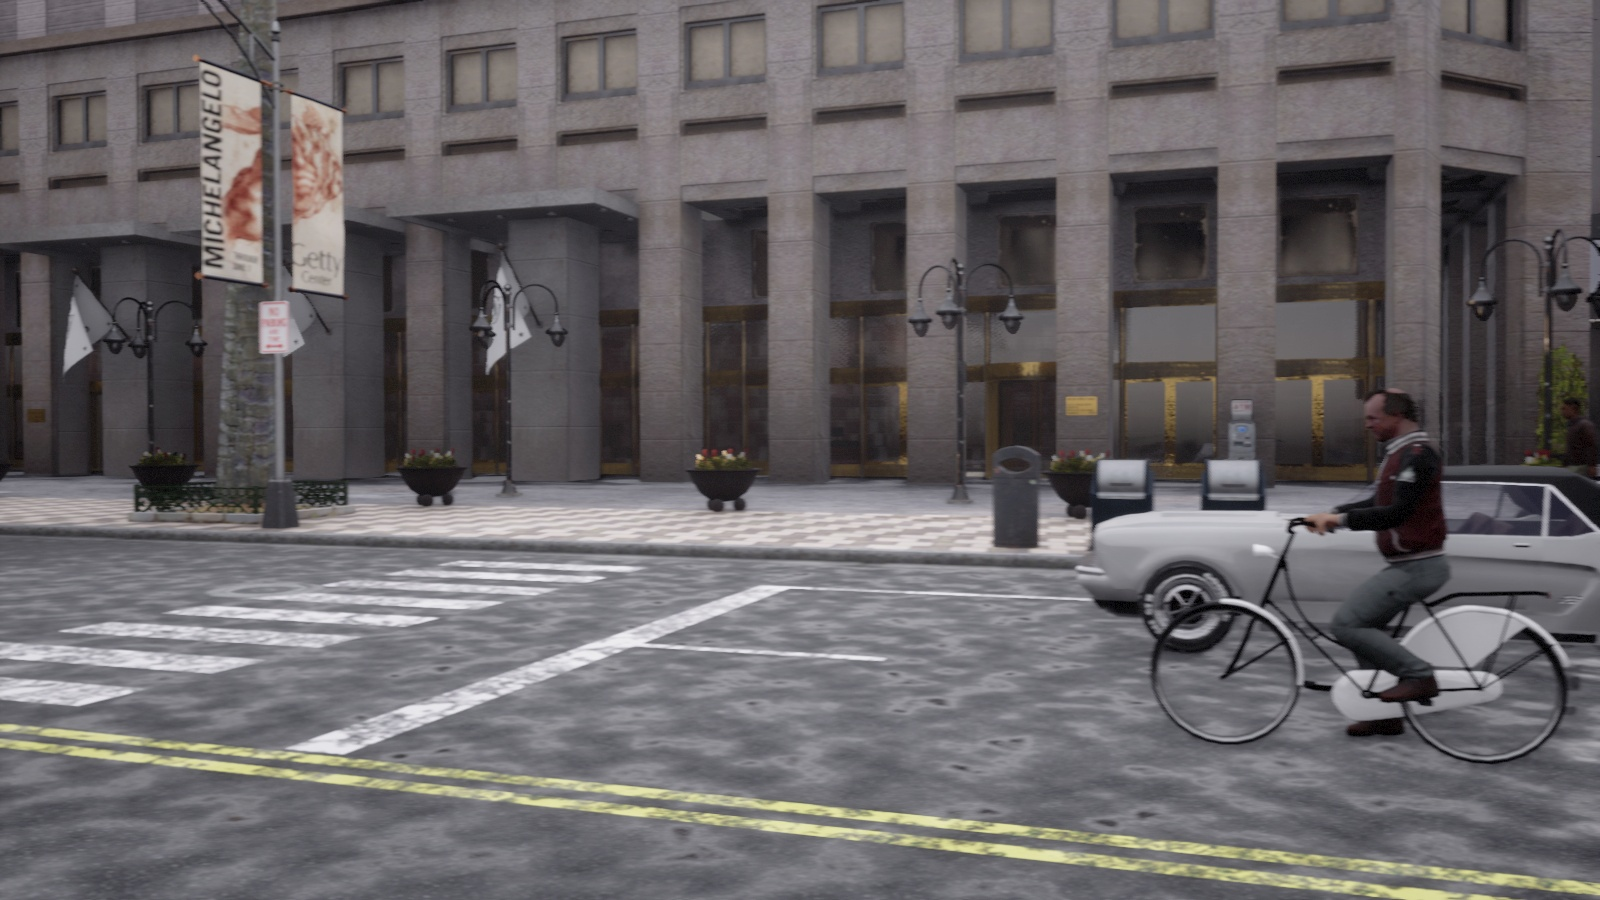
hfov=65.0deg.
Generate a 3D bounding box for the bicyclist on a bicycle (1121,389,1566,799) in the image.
[{"bbox_3d":[2.529,0.609,6.039,1.843,1.776,0.659,1,1,19],"label":"bicyclist on a bicycle"}]

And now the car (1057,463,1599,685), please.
[{"bbox_3d":[4.383,0.797,9.086,4.718,1.301,1.895,1,1,20],"label":"car"}]

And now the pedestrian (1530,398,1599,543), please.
[{"bbox_3d":[9.915,0.258,16.233,0.703,1.840,0.431,0,1,13],"label":"pedestrian"}]
